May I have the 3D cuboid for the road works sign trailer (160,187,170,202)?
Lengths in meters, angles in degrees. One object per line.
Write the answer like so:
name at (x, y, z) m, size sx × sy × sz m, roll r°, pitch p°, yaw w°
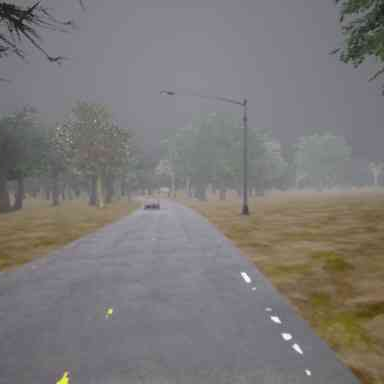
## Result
road works sign trailer at (-6.464, 0.562, 79.347) m, size 2.380 × 3.560 × 2.880 m, roll 0°, pitch 0°, yaw -10°

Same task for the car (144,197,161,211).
car at (-4.898, 1.430, 41.035) m, size 1.882 × 1.535 × 5.008 m, roll 0°, pitch 0°, yaw -5°
